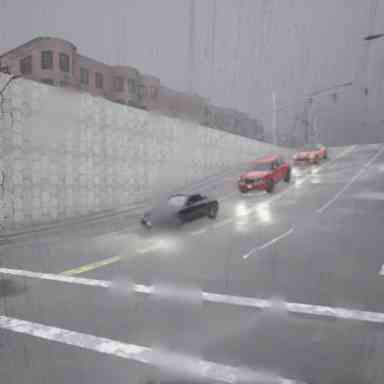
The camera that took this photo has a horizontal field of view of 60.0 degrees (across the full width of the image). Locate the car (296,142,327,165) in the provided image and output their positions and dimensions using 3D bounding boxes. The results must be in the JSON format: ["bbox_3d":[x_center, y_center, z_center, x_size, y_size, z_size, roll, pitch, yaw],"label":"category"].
[{"bbox_3d":[11.196,-3.728,31.633,2.097,1.767,4.553,0,14,37],"label":"car"}]

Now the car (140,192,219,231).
[{"bbox_3d":[-0.445,0.785,16.009,1.812,1.442,4.674,0,7,37],"label":"car"}]

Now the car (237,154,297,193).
[{"bbox_3d":[5.233,-1.362,23.672,2.150,2.045,5.566,-1,14,36],"label":"car"}]
